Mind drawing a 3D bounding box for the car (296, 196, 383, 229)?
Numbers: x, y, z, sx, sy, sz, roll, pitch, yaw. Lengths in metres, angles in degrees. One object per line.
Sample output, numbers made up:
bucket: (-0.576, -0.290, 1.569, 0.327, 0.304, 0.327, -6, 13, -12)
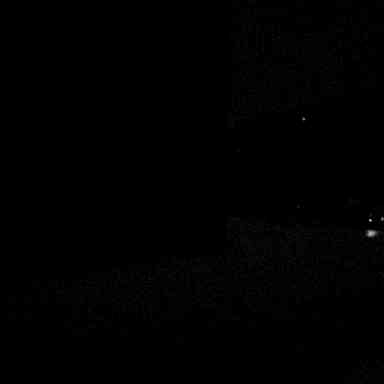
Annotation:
car: (9.470, 1.253, 21.591, 2.150, 2.045, 5.566, 1, -1, -36)
